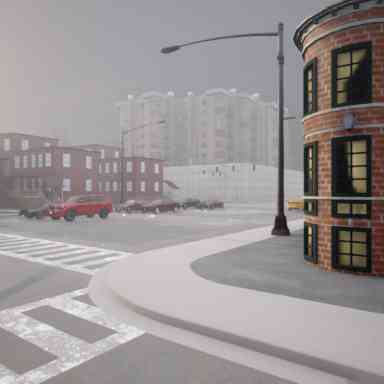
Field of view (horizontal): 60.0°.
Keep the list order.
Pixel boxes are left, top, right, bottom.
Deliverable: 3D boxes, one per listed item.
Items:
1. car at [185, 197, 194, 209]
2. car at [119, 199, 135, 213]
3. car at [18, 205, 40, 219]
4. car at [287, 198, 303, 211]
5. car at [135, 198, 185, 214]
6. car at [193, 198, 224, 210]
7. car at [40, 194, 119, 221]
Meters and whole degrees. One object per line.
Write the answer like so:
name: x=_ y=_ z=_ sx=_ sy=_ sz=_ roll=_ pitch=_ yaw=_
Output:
car: x=-0.706 y=1.492 z=45.289 sx=2.128 sy=1.511 sz=4.902 roll=0 pitch=0 yaw=36
car: x=-6.483 y=1.526 z=37.227 sx=1.812 sy=1.442 sz=4.674 roll=0 pitch=0 yaw=35
car: x=-12.212 y=1.547 z=29.235 sx=2.033 sy=1.411 sz=5.357 roll=0 pitch=0 yaw=36
car: x=13.160 y=1.478 z=40.312 sx=1.882 sy=1.535 sz=5.008 roll=0 pitch=0 yaw=36
car: x=-3.337 y=1.478 z=35.624 sx=1.882 sy=1.535 sz=5.008 roll=0 pitch=0 yaw=36
car: x=2.514 y=1.564 z=43.776 sx=1.994 sy=1.385 sz=4.181 roll=0 pitch=0 yaw=35
car: x=-9.131 y=1.221 z=27.524 sx=2.150 sy=2.045 sz=5.566 roll=0 pitch=0 yaw=36
